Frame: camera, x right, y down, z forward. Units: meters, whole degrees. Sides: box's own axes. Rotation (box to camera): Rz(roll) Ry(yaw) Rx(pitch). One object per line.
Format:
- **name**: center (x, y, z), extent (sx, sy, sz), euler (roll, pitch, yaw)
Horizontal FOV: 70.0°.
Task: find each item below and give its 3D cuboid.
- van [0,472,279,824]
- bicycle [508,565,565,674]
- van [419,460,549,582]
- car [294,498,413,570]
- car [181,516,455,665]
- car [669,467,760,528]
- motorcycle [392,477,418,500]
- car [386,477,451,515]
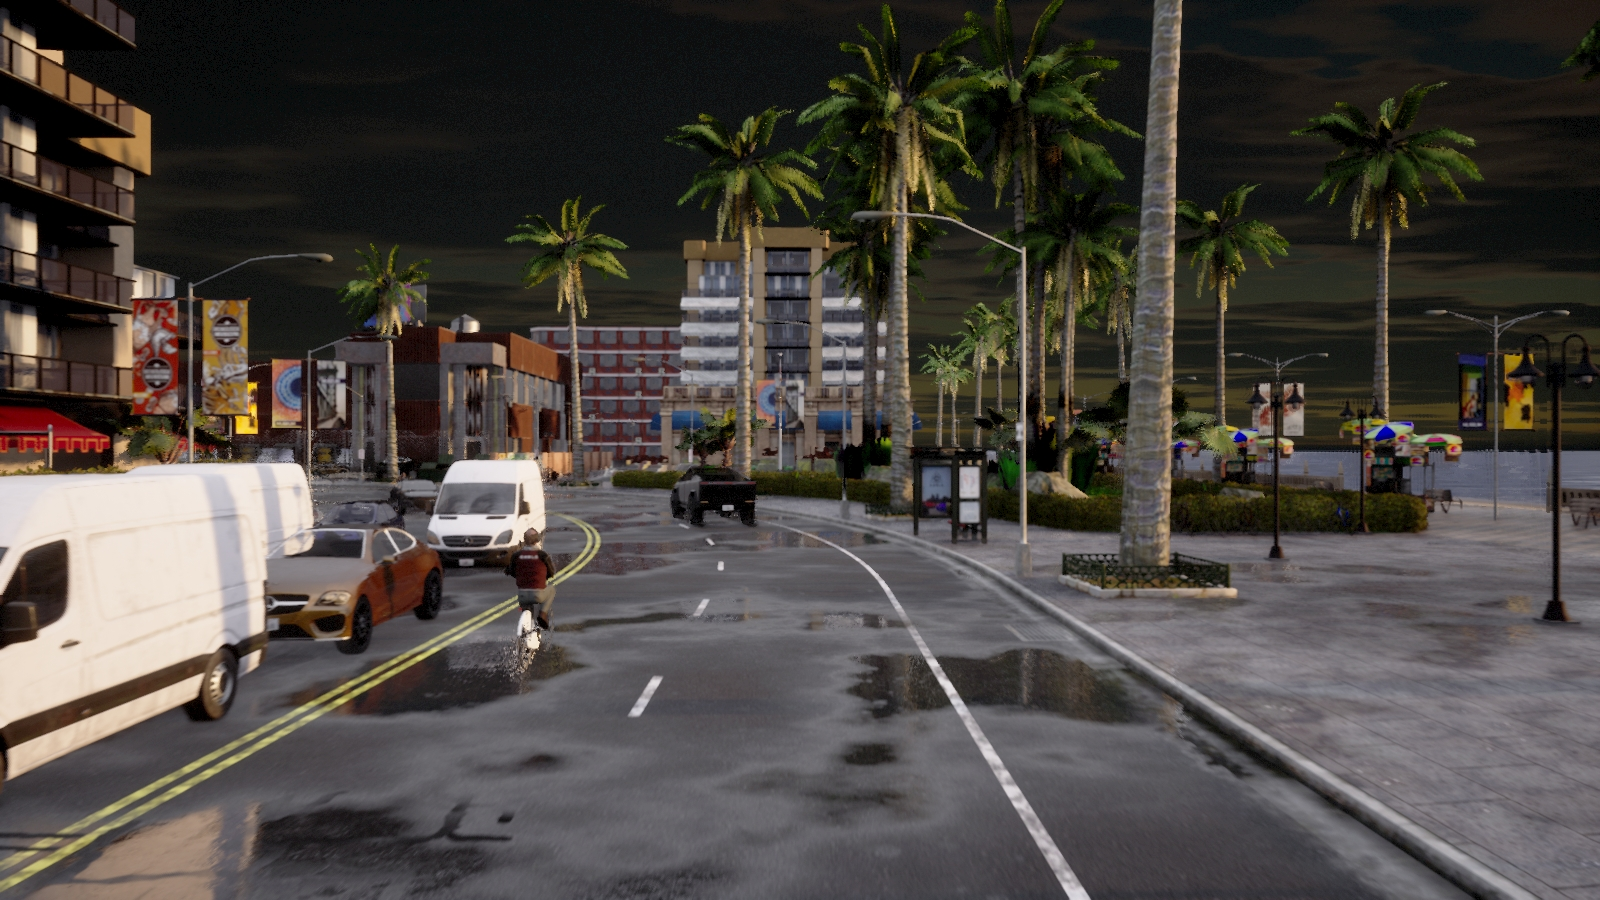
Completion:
- **van**: center (-7.017, 1.534, 10.279), extent (1.988, 2.561, 5.915), euler (0, 0, 0)
- **bicycle**: center (-3.485, 2.210, 15.191), extent (0.329, 1.171, 1.835), euler (0, 0, 0)
- **van**: center (-7.401, 1.535, 27.345), extent (1.988, 2.561, 5.915), euler (0, 0, -5)
- **car**: center (-11.029, 2.038, 28.468), extent (1.845, 1.501, 3.633), euler (0, 0, -6)
- **car**: center (-7.089, 1.992, 17.512), extent (2.152, 1.651, 5.027), euler (0, 0, -1)
- **car**: center (-3.434, 1.753, 44.640), extent (2.390, 2.098, 6.274), euler (0, 0, -15)
- **motorcycle**: center (-22.818, 2.204, 65.942), extent (0.867, 1.251, 2.209), euler (-3, 2, -33)
- **car**: center (-17.289, 2.034, 51.576), extent (2.097, 1.535, 5.006), euler (0, 0, -27)
